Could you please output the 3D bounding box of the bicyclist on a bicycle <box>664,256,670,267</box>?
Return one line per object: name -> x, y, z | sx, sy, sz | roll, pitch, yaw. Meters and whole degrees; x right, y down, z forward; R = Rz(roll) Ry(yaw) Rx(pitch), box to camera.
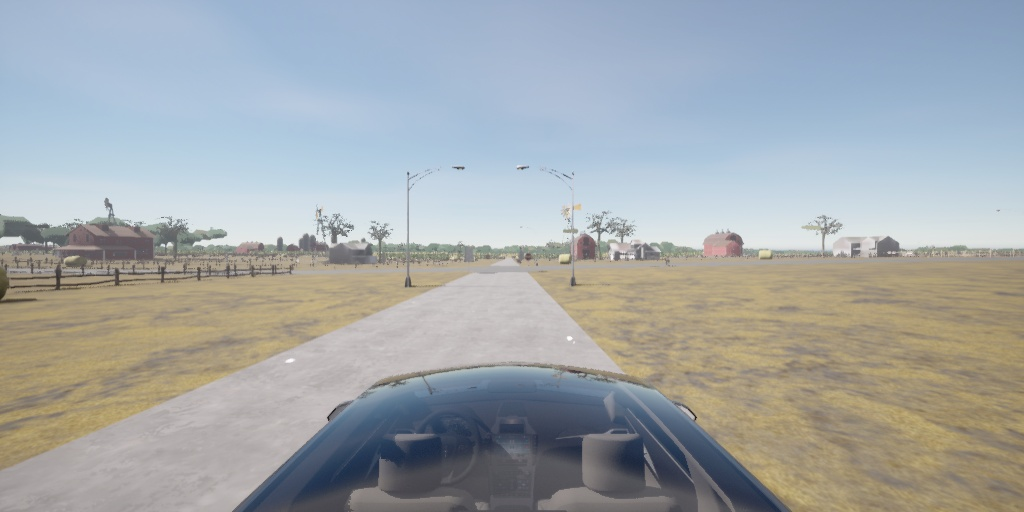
bicyclist on a bicycle -> 22.847, 0.801, 52.893 | 0.582, 1.620, 1.656 | -1, -1, 0
